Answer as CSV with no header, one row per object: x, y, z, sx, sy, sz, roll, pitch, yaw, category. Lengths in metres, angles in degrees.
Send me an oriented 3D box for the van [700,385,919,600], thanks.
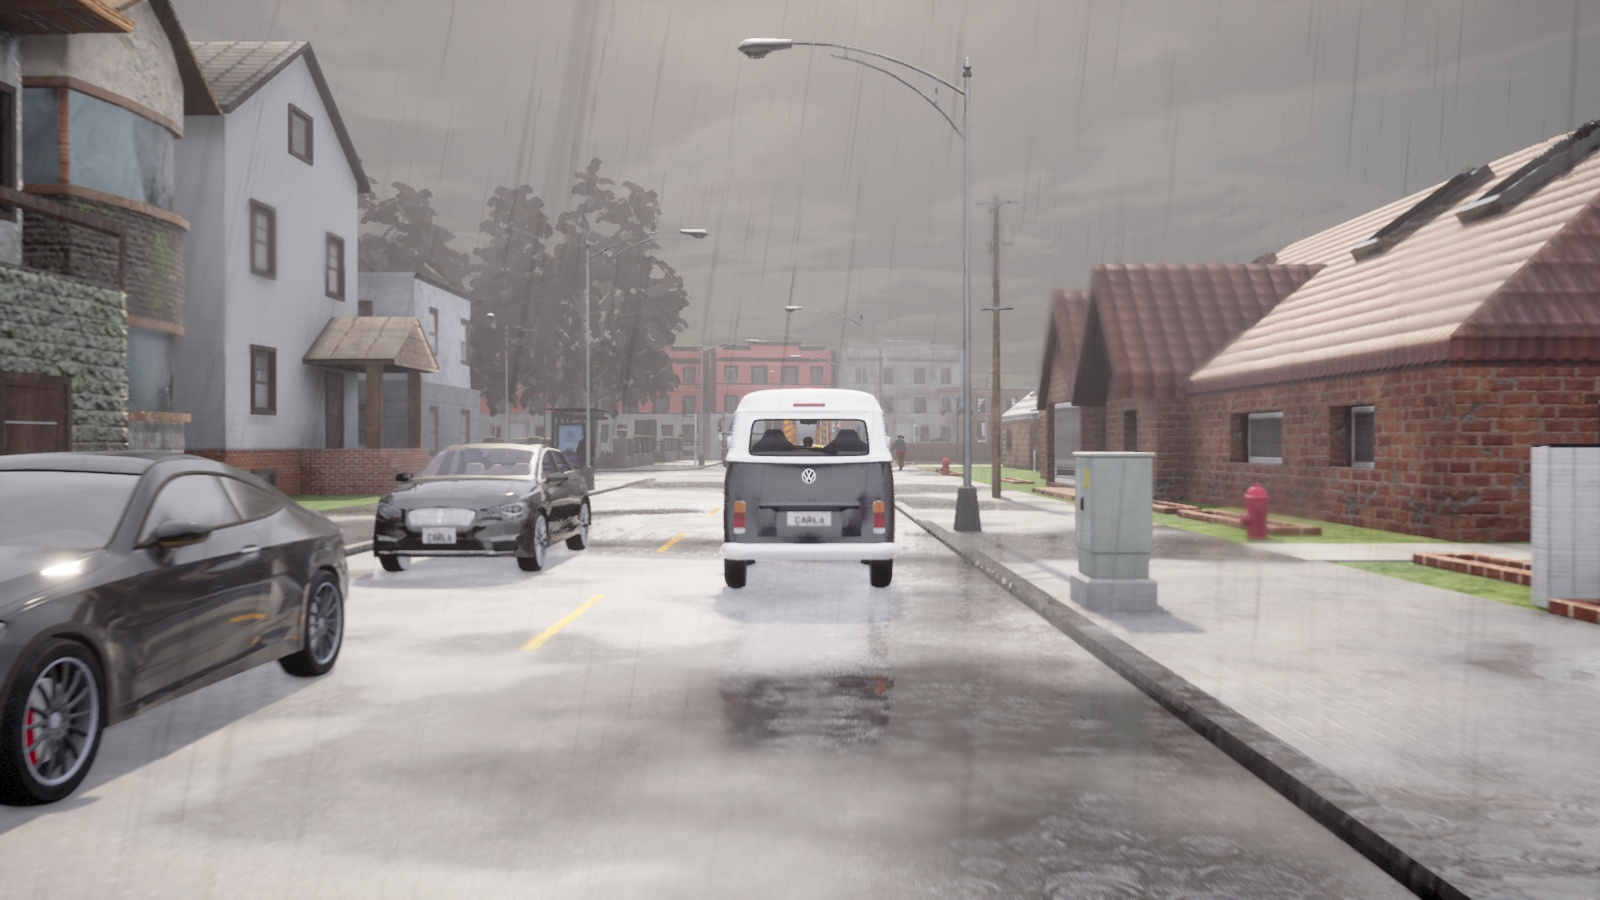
0.099,0.390,14.127,2.069,2.038,4.480,0,0,0,van

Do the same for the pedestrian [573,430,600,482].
-7.588,0.198,44.691,0.634,1.844,0.899,0,0,17,pedestrian

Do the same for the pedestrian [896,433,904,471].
4.939,0.102,61.942,0.353,1.847,0.614,0,0,-2,pedestrian

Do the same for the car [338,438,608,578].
-3.891,0.610,15.953,2.128,1.511,4.902,0,0,0,car

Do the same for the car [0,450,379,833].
-3.946,0.731,6.685,1.812,1.442,4.674,0,0,0,car

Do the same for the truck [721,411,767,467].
-3.602,-0.703,82.445,2.891,3.462,7.936,0,0,-1,truck
